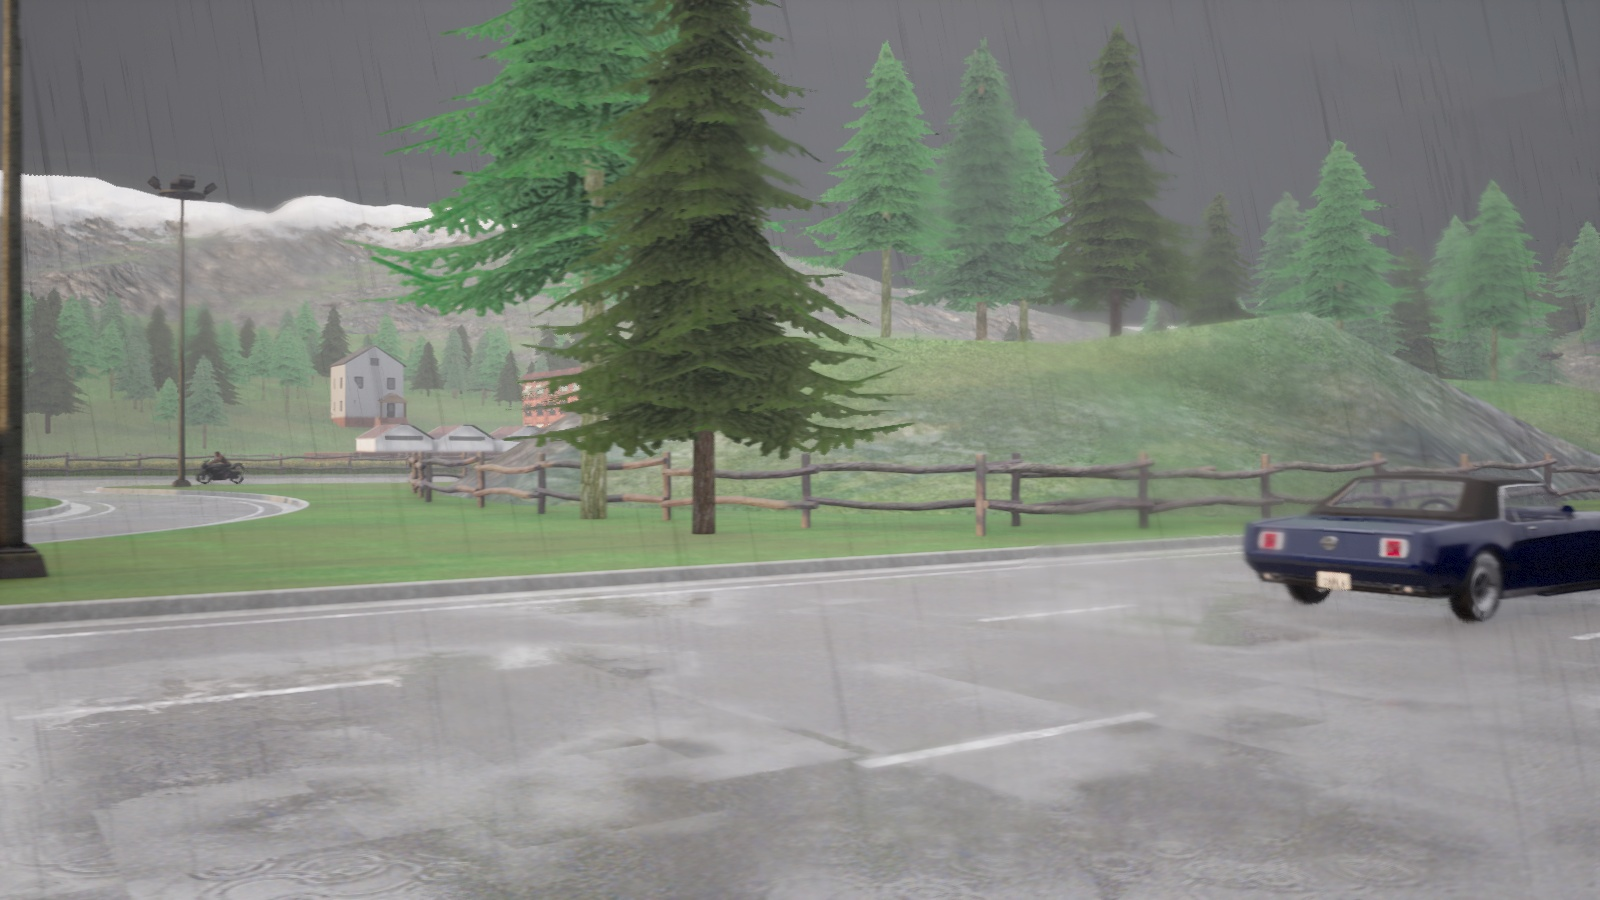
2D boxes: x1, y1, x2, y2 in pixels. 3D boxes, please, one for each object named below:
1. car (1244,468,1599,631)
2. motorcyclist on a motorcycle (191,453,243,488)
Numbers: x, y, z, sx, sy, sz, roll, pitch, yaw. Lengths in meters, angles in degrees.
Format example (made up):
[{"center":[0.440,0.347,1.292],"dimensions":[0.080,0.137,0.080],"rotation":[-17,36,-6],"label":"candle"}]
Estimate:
[{"center":[6.732,0.861,12.609],"dimensions":[4.718,1.301,1.895],"rotation":[0,0,-35],"label":"car"},{"center":[-26.564,0.923,57.198],"dimensions":[2.044,1.523,0.797],"rotation":[0,0,-35],"label":"motorcyclist on a motorcycle"}]
